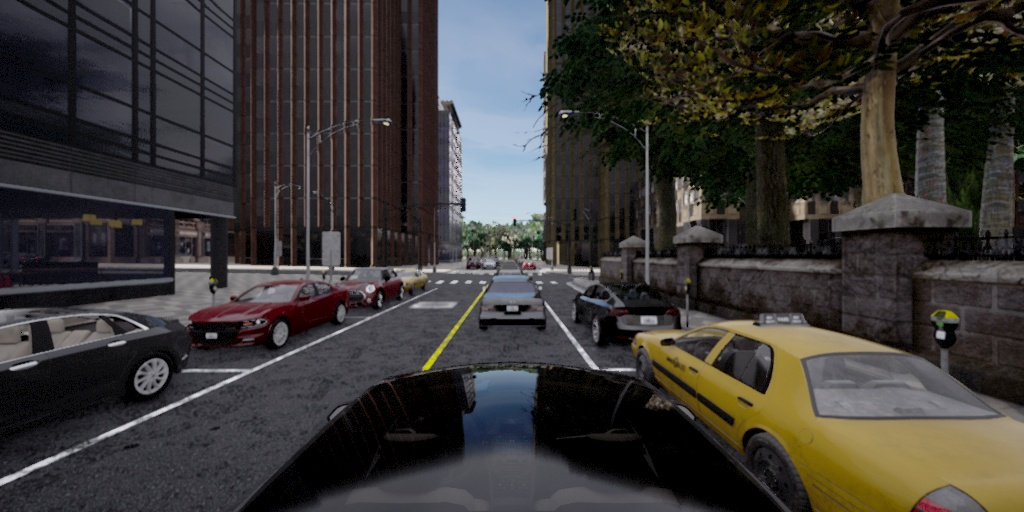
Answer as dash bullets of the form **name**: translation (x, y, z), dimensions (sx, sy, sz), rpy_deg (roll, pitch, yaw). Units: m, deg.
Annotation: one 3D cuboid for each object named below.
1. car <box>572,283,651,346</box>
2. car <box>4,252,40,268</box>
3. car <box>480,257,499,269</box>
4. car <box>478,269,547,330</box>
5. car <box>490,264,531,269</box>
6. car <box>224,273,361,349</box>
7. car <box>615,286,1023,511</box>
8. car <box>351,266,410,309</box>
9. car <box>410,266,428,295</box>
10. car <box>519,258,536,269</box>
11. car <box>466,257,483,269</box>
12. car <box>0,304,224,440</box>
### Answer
- **car**: translation (2.714, 1.317, 9.220), dimensions (1.948, 1.339, 4.313), rpy_deg (0, 0, 0)
- **car**: translation (-48.442, 0.345, 34.346), dimensions (4.902, 1.511, 2.128), rpy_deg (1, 0, 0)
- **car**: translation (-3.435, 1.293, 55.536), dimensions (1.812, 1.442, 4.674), rpy_deg (0, 0, 0)
- **car**: translation (0.010, 1.299, 11.075), dimensions (2.033, 1.411, 5.357), rpy_deg (0, 0, 0)
- **car**: translation (-0.124, 1.354, 20.821), dimensions (1.895, 1.301, 4.718), rpy_deg (0, 0, 0)
- **car**: translation (-5.811, 1.296, 9.162), dimensions (1.888, 1.381, 4.507), rpy_deg (0, 0, 0)
- **car**: translation (2.749, 1.276, 3.934), dimensions (1.751, 1.417, 4.829), rpy_deg (0, 0, 0)
- **car**: translation (-5.846, 1.191, 14.619), dimensions (1.967, 1.591, 4.097), rpy_deg (0, 0, 0)
- **car**: translation (-5.881, 1.278, 19.906), dimensions (1.751, 1.417, 4.829), rpy_deg (0, 0, 0)
- **car**: translation (2.432, 1.206, 52.101), dimensions (1.967, 1.591, 4.097), rpy_deg (0, 0, 0)
- **car**: translation (-6.129, 1.083, 57.483), dimensions (2.192, 1.841, 5.009), rpy_deg (0, 0, 0)
- **car**: translation (-5.775, 1.301, 3.705), dimensions (2.007, 1.370, 4.403), rpy_deg (0, 0, 0)
